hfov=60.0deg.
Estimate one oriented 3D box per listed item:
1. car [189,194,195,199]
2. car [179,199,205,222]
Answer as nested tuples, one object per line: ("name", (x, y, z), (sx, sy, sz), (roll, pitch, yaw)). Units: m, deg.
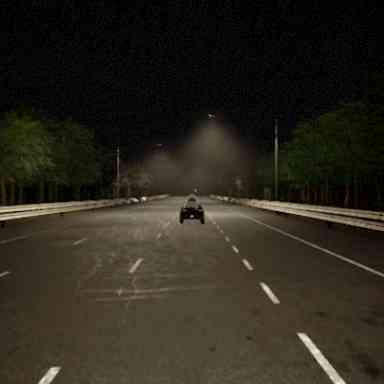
("car", (-0.008, 2.046, 89.179), (1.994, 1.385, 4.181), (0, 0, 0))
("car", (-0.003, 1.627, 27.197), (2.128, 1.511, 4.902), (0, 0, 0))
